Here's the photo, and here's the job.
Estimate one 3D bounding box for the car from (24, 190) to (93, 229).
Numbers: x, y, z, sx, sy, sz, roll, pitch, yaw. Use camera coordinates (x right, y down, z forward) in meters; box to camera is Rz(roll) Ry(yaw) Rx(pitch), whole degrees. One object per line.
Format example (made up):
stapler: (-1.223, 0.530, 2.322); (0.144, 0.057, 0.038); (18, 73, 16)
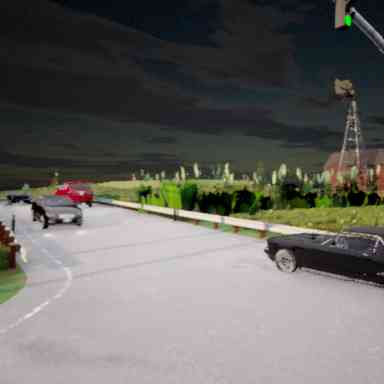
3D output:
car: (-7.122, 0.908, 17.384); (2.128, 1.511, 4.902); (-1, 4, -34)

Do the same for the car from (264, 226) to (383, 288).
car: (4.022, 1.454, 7.852); (1.895, 1.301, 4.718); (-1, 1, -36)

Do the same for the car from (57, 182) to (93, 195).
car: (-10.132, 0.190, 28.453); (2.150, 2.045, 5.566); (-1, 2, -32)

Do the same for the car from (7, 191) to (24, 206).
car: (-16.498, 0.588, 31.826); (1.895, 1.301, 4.718); (-1, 0, -32)
